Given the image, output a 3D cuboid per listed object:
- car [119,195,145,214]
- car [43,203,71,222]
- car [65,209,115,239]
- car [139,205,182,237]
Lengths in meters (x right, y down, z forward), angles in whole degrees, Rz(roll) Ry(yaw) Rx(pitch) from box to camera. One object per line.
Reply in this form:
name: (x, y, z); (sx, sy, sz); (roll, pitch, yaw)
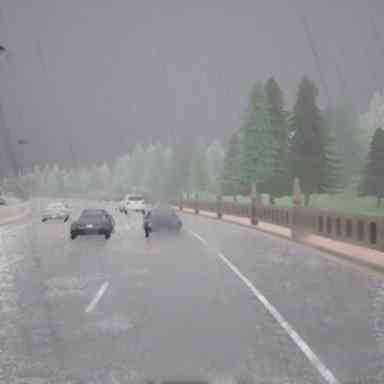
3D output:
car: (-6.578, 1.317, 36.391); (2.150, 2.045, 5.566); (0, 0, -20)
car: (-11.032, 1.621, 27.297); (1.812, 1.442, 4.674); (0, 0, -16)
car: (-5.276, 1.619, 17.988); (1.994, 1.385, 4.181); (0, 0, -10)
car: (-1.789, 1.644, 18.611); (1.895, 1.301, 4.718); (0, 0, -10)
